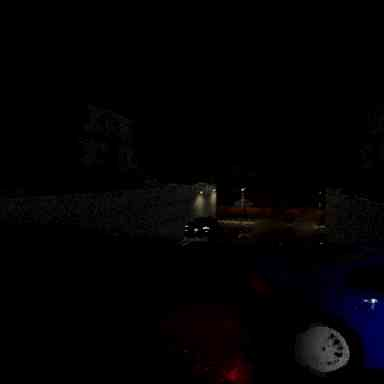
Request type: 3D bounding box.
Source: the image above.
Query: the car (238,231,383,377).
[{"bbox_3d":[3.207,1.453,4.298,5.008,1.535,1.882,2,2,19],"label":"car"}]

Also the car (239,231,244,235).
[{"bbox_3d":[7.800,6.253,47.176,1.882,1.535,5.008,2,-6,17],"label":"car"}]

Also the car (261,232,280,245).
[{"bbox_3d":[9.278,5.526,39.036,1.895,1.301,4.718,2,-8,16],"label":"car"}]

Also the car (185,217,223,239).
[{"bbox_3d":[0.932,2.530,23.313,1.837,1.490,4.892,2,-9,16],"label":"car"}]
